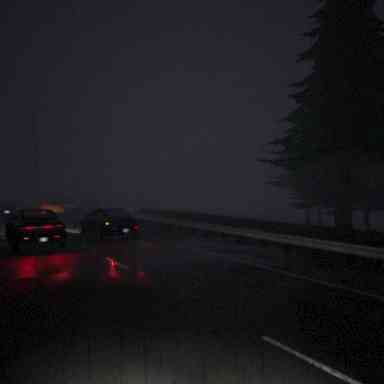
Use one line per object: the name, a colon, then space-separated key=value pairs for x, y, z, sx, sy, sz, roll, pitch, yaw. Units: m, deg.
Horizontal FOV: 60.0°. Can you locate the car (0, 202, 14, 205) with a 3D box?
car: x=-15.066 y=1.475 z=26.857 sx=1.994 sy=1.385 sz=4.181 roll=0 pitch=0 yaw=-33

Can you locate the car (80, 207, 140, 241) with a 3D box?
car: x=-4.148 y=1.488 z=16.526 sx=1.812 sy=1.442 sz=4.674 roll=0 pitch=0 yaw=-33

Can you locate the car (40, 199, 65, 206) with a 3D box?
car: x=-12.647 y=1.392 z=29.563 sx=1.882 sy=1.535 sz=5.008 roll=0 pitch=0 yaw=-33

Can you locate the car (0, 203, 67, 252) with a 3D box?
car: x=-6.538 y=1.451 z=13.775 sx=2.128 sy=1.511 sz=4.902 roll=0 pitch=0 yaw=-33
